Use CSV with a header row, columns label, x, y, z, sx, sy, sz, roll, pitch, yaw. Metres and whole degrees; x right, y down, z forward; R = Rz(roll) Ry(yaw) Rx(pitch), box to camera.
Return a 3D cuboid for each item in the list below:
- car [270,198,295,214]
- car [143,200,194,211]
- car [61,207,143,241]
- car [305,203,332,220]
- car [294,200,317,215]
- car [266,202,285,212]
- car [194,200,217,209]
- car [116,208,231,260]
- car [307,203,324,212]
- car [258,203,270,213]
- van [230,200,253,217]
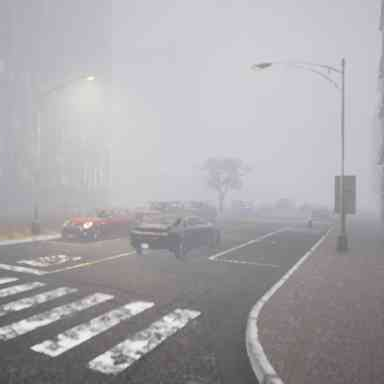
label,x,y,z,sx,sy,sz,roll,pitch,yaw
car,12.831,1.896,45.704,2.150,2.045,5.566,0,-1,27
car,-2.139,1.519,22.195,2.192,1.841,5.009,1,-1,27
car,-4.701,1.548,17.163,1.967,1.590,4.097,1,-1,27
car,13.015,2.076,33.506,2.008,1.369,4.403,1,-1,27
car,14.910,2.191,43.034,1.812,1.442,4.674,0,-1,27
car,13.141,2.283,52.234,1.752,1.417,4.829,1,-1,27
car,0.421,1.614,27.228,2.192,1.841,5.009,1,-1,27
car,-0.444,1.596,12.998,2.128,1.511,4.902,0,-1,27
car,19.409,2.425,51.968,1.895,1.301,4.718,0,-1,28
car,10.657,2.252,47.353,1.802,1.307,4.206,1,-1,27
van,5.541,1.828,37.291,1.690,1.788,3.998,1,-1,27
